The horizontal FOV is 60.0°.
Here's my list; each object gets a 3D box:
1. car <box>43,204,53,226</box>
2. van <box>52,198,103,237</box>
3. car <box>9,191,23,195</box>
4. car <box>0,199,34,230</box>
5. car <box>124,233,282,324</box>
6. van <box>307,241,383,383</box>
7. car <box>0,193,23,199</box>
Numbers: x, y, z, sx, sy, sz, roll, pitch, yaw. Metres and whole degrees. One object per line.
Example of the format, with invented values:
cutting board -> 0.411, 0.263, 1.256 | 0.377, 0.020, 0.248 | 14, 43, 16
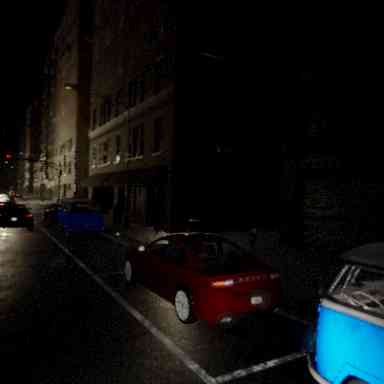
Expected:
car -> -8.653, 1.391, 21.887 | 1.947, 1.339, 4.313 | 2, 0, -30
van -> -5.792, 1.232, 17.000 | 1.690, 1.788, 3.998 | 2, 0, -30
car -> -36.076, 0.631, 68.836 | 1.967, 1.590, 4.097 | 1, 0, -30
car -> -10.193, 1.342, 18.982 | 1.994, 1.385, 4.181 | 2, 0, -30
car -> -0.088, 1.562, 7.225 | 1.887, 1.381, 4.507 | 1, 0, -30
van -> 2.772, 1.421, 2.338 | 1.690, 1.788, 3.998 | 1, 0, -30
car -> -15.815, 1.138, 27.821 | 2.128, 1.511, 4.902 | 2, 0, -38
